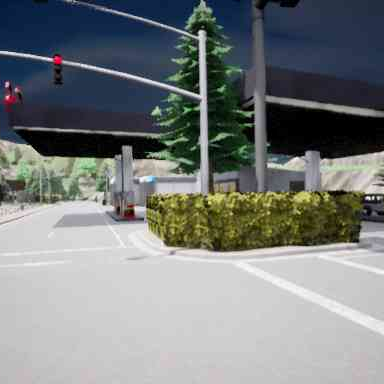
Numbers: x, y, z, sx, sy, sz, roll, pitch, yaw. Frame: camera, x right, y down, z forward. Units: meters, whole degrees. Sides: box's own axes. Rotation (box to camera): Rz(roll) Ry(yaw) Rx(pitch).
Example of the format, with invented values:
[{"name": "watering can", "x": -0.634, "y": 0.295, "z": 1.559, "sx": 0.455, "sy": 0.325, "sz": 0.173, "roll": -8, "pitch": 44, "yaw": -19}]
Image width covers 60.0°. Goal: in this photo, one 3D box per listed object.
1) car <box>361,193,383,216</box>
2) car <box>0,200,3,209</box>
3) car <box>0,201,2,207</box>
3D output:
[{"name": "car", "x": 15.377, "y": 1.064, "z": 26.588, "sx": 1.905, "sy": 1.878, "sz": 3.866, "roll": -1, "pitch": 0, "yaw": -18}, {"name": "car", "x": -35.771, "y": 2.190, "z": 58.136, "sx": 4.514, "sy": 1.523, "sz": 2.007, "roll": -1, "pitch": 0, "yaw": -18}, {"name": "car", "x": -34.769, "y": 2.154, "z": 55.164, "sx": 5.027, "sy": 1.636, "sz": 2.152, "roll": -1, "pitch": 0, "yaw": -18}]
